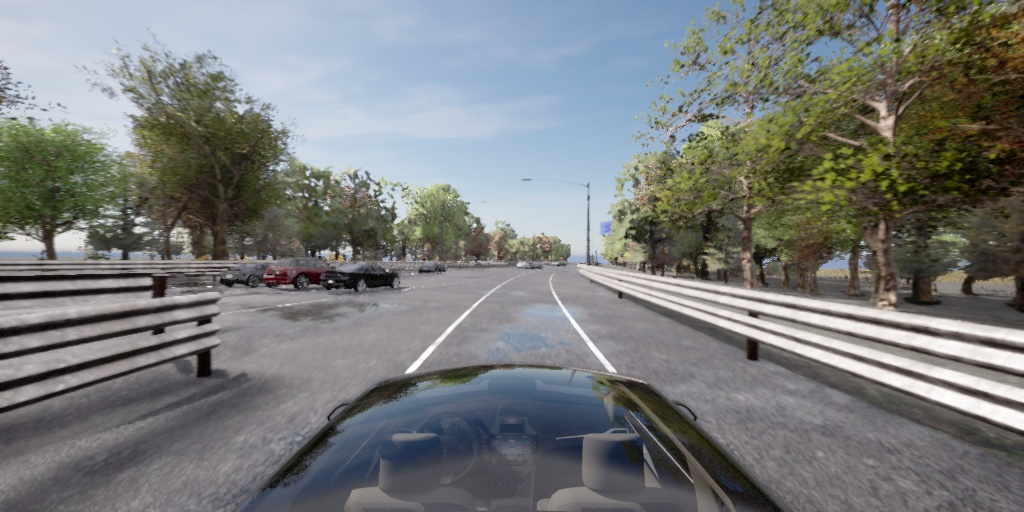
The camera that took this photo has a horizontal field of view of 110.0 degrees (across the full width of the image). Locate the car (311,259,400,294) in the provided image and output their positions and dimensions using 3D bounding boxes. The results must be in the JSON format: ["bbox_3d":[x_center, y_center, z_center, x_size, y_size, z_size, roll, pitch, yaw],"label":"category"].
[{"bbox_3d":[-8.007,1.100,19.475,1.882,1.535,5.008,2,0,15],"label":"car"}]

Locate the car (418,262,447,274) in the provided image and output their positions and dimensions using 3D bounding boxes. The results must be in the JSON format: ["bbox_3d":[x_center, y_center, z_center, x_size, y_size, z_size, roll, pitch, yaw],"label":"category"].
[{"bbox_3d":[-9.284,1.395,42.302,1.994,1.385,4.181,0,-1,15],"label":"car"}]

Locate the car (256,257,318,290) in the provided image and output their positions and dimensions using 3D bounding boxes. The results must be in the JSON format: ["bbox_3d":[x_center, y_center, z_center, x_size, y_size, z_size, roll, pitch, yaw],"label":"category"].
[{"bbox_3d":[-11.405,0.892,20.353,2.097,1.767,4.553,0,-1,15],"label":"car"}]

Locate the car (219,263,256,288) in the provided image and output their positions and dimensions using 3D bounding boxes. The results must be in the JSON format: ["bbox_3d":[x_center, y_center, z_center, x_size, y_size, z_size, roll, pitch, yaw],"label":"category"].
[{"bbox_3d":[-14.767,1.079,21.344,1.994,1.385,4.181,0,-1,15],"label":"car"}]
